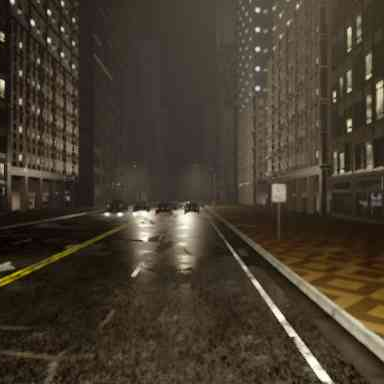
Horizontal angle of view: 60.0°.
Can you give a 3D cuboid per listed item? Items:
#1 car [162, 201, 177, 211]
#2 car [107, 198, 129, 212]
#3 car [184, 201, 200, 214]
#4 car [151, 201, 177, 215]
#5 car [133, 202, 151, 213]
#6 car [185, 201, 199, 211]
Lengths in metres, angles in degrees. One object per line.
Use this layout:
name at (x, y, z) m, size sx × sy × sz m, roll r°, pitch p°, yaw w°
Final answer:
car at (-3.261, 2.029, 49.815) m, size 1.994 × 1.385 × 4.181 m, roll 0°, pitch -1°, yaw 0°
car at (-9.760, 1.750, 43.980) m, size 2.097 × 1.767 × 4.553 m, roll 0°, pitch -1°, yaw 0°
car at (-0.009, 1.907, 39.782) m, size 2.033 × 1.411 × 5.357 m, roll 0°, pitch -1°, yaw 0°
car at (-3.259, 1.901, 39.365) m, size 2.033 × 1.411 × 5.357 m, roll 0°, pitch -1°, yaw 0°
car at (-6.510, 1.964, 43.949) m, size 1.994 × 1.385 × 4.181 m, roll 0°, pitch -1°, yaw 0°
car at (-0.011, 2.072, 50.229) m, size 1.895 × 1.301 × 4.718 m, roll 0°, pitch -1°, yaw 0°
